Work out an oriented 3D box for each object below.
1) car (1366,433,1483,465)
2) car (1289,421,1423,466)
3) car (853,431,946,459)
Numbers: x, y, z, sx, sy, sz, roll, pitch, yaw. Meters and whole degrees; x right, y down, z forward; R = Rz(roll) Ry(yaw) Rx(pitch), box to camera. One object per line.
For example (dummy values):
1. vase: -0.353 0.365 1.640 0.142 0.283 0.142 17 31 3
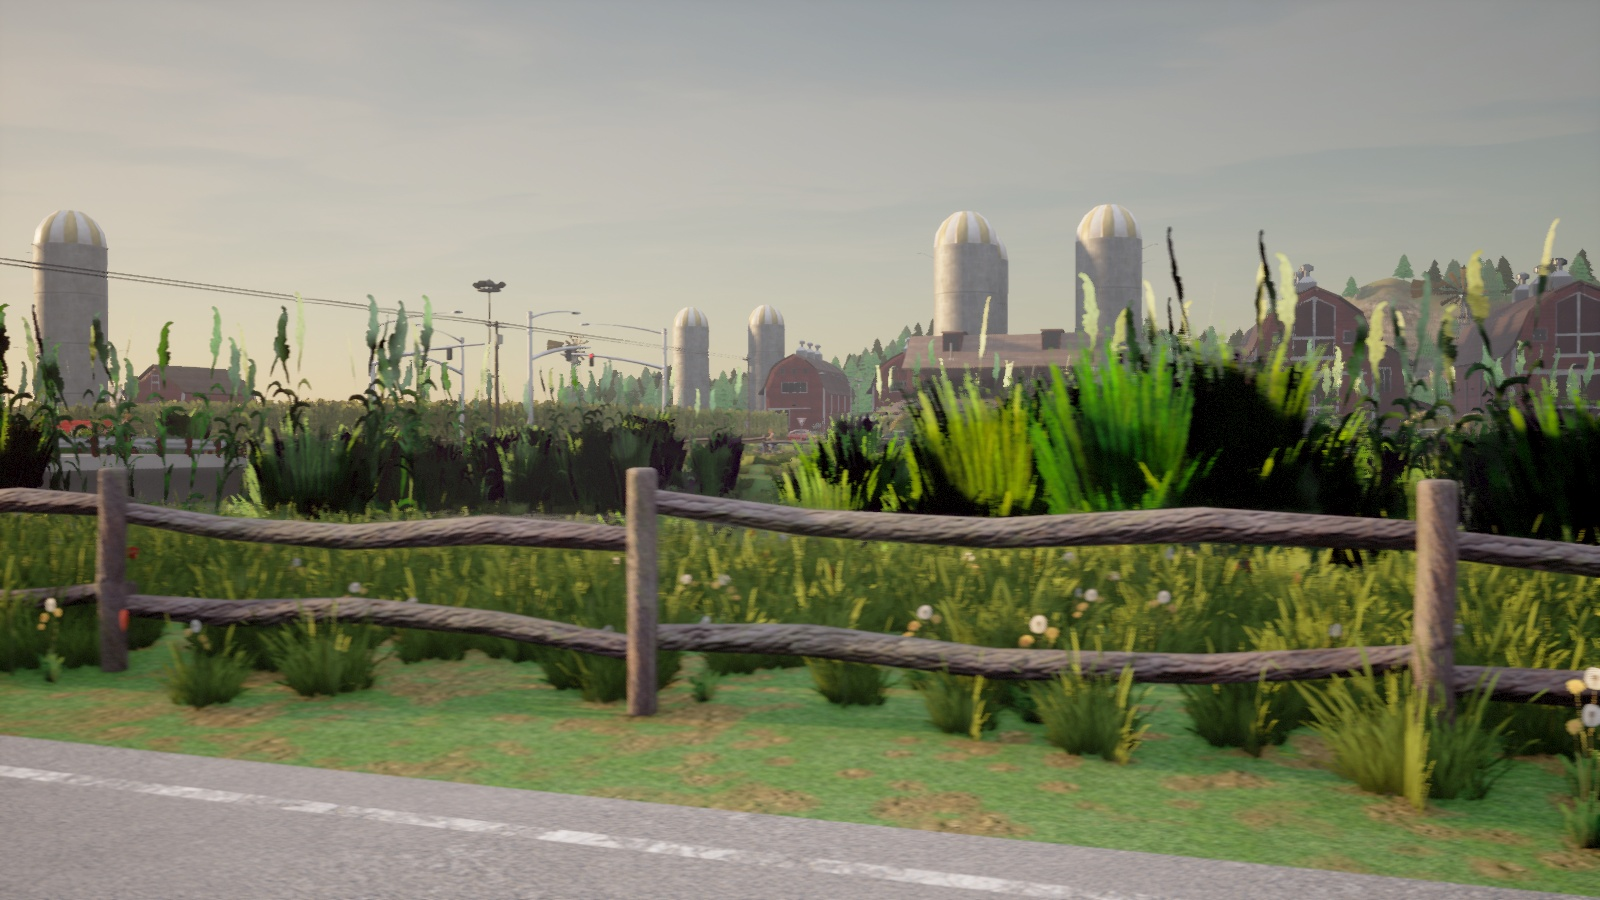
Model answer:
1. car: 30.502 -0.061 61.504 4.892 1.490 1.837 1 1 18
2. car: 26.130 -0.328 59.234 5.566 2.045 2.150 1 1 18
3. car: 5.517 -0.285 69.575 4.892 1.490 1.837 0 1 18
